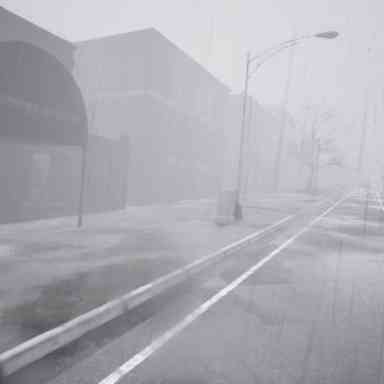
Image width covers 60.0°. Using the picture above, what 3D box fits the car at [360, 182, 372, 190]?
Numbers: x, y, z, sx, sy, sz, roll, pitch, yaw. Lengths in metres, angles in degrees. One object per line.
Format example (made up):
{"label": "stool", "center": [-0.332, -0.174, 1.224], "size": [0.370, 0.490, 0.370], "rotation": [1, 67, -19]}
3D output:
{"label": "car", "center": [33.097, -1.245, 63.243], "size": [1.994, 1.385, 4.181], "rotation": [5, 4, 28]}
